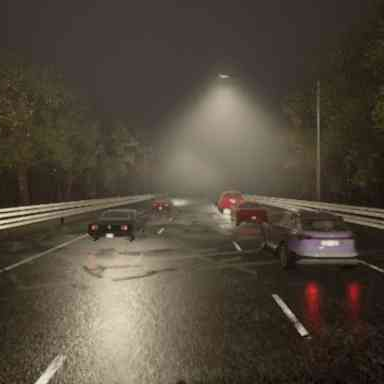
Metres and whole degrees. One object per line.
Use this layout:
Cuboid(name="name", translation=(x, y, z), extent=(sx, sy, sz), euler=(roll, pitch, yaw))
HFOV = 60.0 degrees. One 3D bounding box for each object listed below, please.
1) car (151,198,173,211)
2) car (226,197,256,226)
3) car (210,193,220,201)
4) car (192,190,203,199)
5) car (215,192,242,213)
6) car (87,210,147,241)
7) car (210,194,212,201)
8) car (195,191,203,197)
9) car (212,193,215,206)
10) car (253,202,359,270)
Cuboid(name="car", translation=(-3.115, 1.329, 35.594), extent=(1.895, 1.301, 4.718), euler=(0, 0, 1))
Cuboid(name="car", translation=(3.600, 1.314, 21.672), extent=(1.882, 1.535, 5.008), euler=(0, 0, 1))
Cuboid(name="car", translation=(4.476, 0.970, 65.482), extent=(1.882, 1.535, 5.008), euler=(0, 0, 2))
Cuboid(name="car", translation=(1.255, 0.492, 74.801), extent=(2.150, 2.045, 5.566), euler=(0, 0, 2))
Cuboid(name="car", translation=(3.736, 0.973, 32.654), extent=(2.150, 2.045, 5.566), euler=(0, 0, 1))
Cuboid(name="car", translation=(-3.343, 1.481, 15.841), extent=(1.895, 1.301, 4.718), euler=(0, 0, 0))
Cuboid(name="car", translation=(4.173, 1.072, 54.531), extent=(2.128, 1.511, 4.902), euler=(0, 0, 1))
Cuboid(name="car", translation=(1.923, 0.504, 92.045), extent=(2.097, 1.767, 4.553), euler=(0, 0, 2))
Cuboid(name="car", translation=(3.926, 1.170, 43.579), extent=(1.837, 1.490, 4.892), euler=(0, 0, 1))
Cuboid(name="car", translation=(3.522, 1.351, 10.717), extent=(2.033, 1.649, 4.856), euler=(0, 0, 0))
